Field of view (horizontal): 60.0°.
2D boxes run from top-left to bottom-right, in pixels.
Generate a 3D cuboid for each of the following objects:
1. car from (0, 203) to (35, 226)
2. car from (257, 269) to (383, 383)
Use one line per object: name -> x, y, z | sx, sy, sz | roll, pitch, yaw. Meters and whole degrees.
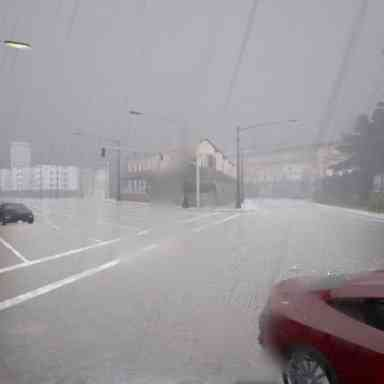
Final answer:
car -> -12.678, 1.528, 23.683 | 2.033, 1.411, 5.357 | -1, 0, -36
car -> 2.637, 1.523, 2.806 | 1.812, 1.442, 4.674 | 0, 0, -36
